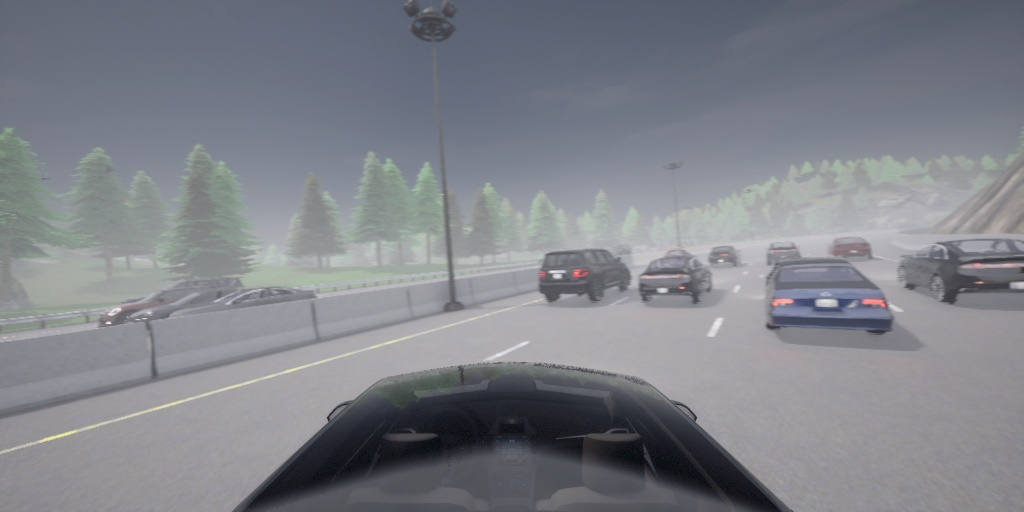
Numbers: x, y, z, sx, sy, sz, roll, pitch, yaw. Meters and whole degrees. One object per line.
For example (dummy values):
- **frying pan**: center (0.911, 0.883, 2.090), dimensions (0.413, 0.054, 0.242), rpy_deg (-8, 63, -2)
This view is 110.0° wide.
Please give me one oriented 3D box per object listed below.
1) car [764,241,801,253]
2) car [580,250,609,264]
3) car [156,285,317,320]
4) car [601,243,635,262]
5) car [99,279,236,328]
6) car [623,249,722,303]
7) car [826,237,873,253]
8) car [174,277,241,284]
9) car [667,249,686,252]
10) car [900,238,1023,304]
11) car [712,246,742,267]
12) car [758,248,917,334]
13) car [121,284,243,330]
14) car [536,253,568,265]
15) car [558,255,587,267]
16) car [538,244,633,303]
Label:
- **car**: center (18.808, -0.245, 24.924), dimensions (2.128, 1.511, 4.902), rpy_deg (-4, 0, 37)
- **car**: center (11.454, 0.113, 49.551), dimensions (1.837, 1.490, 4.892), rpy_deg (-4, 0, 41)
- **car**: center (-10.448, 2.036, 14.335), dimensions (2.128, 1.511, 4.902), rpy_deg (-4, 0, 35)
- **car**: center (14.042, -0.513, 47.240), dimensions (2.150, 2.045, 5.566), rpy_deg (-4, 0, 41)
- **car**: center (-16.768, 2.384, 17.513), dimensions (2.097, 1.767, 4.553), rpy_deg (-4, 0, 35)
- **car**: center (6.065, 0.756, 13.134), dimensions (2.128, 1.511, 4.902), rpy_deg (-4, 0, 35)
- **car**: center (22.616, -0.554, 24.183), dimensions (1.882, 1.535, 5.008), rpy_deg (-4, 0, 37)
- **car**: center (-18.729, 2.401, 20.804), dimensions (2.150, 2.045, 5.566), rpy_deg (-4, 0, 35)
- **car**: center (13.771, 0.175, 29.872), dimensions (1.812, 1.442, 4.674), rpy_deg (-4, 0, 37)
- **car**: center (12.034, 0.297, 9.476), dimensions (2.128, 1.511, 4.902), rpy_deg (-4, 0, 35)
- **car**: center (16.020, -0.018, 27.029), dimensions (1.837, 1.490, 4.892), rpy_deg (-4, 0, 37)
- **car**: center (6.926, 0.751, 8.299), dimensions (2.033, 1.411, 5.357), rpy_deg (-4, 0, 35)
- **car**: center (-13.543, 2.288, 16.007), dimensions (1.837, 1.490, 4.892), rpy_deg (-4, 0, 35)
- **car**: center (6.169, 0.470, 54.127), dimensions (2.033, 1.411, 5.357), rpy_deg (-4, 0, 41)
- **car**: center (8.821, 0.663, 51.817), dimensions (1.895, 1.301, 4.718), rpy_deg (-4, 0, 41)
- **car**: center (3.198, 0.705, 15.160), dimensions (2.150, 2.045, 5.566), rpy_deg (-4, 0, 35)
